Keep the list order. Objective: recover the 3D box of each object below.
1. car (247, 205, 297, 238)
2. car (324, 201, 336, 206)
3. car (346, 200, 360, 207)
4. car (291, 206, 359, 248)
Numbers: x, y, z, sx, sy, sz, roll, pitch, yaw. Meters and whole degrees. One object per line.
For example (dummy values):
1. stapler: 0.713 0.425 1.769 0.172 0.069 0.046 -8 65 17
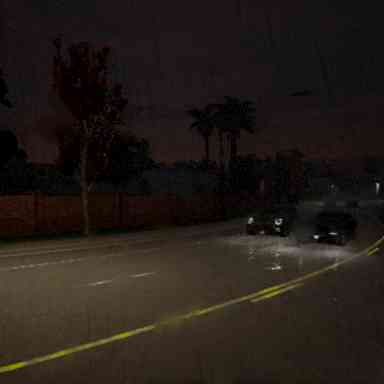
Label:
1. car: 4.960 1.585 19.533 2.097 1.767 4.553 -1 -1 34
2. car: 23.854 2.189 57.438 1.895 1.301 4.718 -1 -1 26
3. car: 25.859 2.040 53.511 2.033 1.411 5.357 -1 -1 26
4. car: 6.623 1.656 15.875 1.837 1.490 4.892 -1 -1 36
